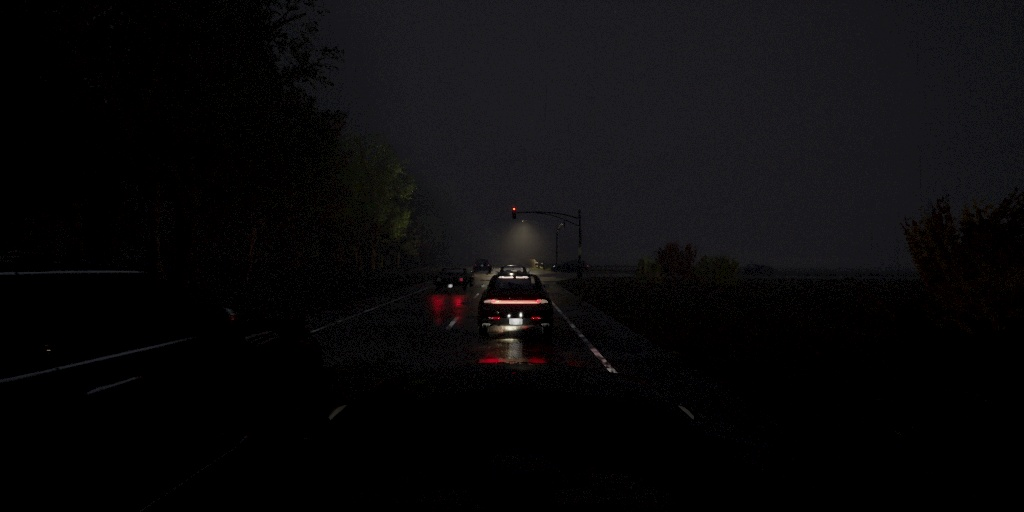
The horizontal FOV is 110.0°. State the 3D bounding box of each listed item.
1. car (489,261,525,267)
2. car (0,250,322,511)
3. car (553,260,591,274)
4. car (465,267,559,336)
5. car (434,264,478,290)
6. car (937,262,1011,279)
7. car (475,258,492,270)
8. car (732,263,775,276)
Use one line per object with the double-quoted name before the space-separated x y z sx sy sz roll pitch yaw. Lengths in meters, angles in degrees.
"car" 0.066 1.246 19.792 2.128 1.511 4.902 0 0 0
"car" -3.396 0.973 2.019 2.150 2.045 5.566 0 0 0
"car" 7.294 1.265 44.050 4.553 1.767 2.097 0 -1 20
"car" 0.084 1.244 10.394 2.128 1.511 4.902 0 0 0
"car" -3.443 1.355 22.170 1.895 1.301 4.718 0 0 0
"car" 50.197 1.517 38.704 5.566 2.045 2.150 1 -1 1
"car" -3.492 1.108 43.859 2.097 1.767 4.553 0 0 0
"car" 28.198 1.607 42.364 4.902 1.511 2.128 1 -1 0
